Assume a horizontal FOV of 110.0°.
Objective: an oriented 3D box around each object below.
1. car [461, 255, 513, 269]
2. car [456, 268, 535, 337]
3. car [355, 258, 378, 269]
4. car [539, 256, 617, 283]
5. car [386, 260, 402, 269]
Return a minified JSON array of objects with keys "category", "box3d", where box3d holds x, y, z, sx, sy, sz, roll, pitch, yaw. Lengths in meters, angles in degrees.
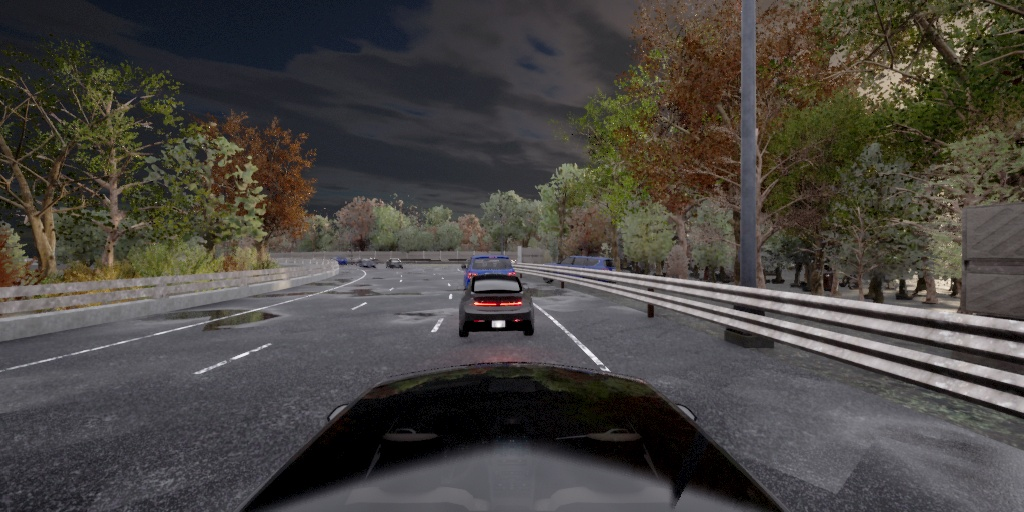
[{"category":"car","box3d":[-1.170,0.971,17.008,2.150,2.045,5.566,0,0,-9]},{"category":"car","box3d":[-0.521,1.255,10.334,1.837,1.490,4.892,0,0,-5]},{"category":"car","box3d":[-23.272,1.350,57.390,1.895,1.301,4.718,0,0,-32]},{"category":"car","box3d":[4.613,1.004,25.391,5.566,2.045,2.150,5,1,38]},{"category":"car","box3d":[-18.516,1.275,56.248,1.812,1.442,4.674,0,0,-30]}]
